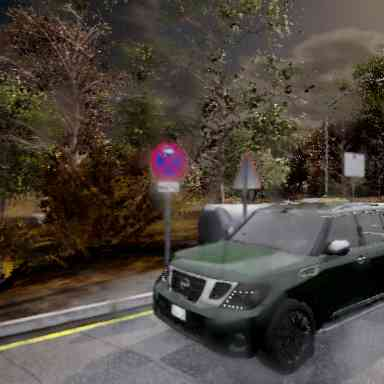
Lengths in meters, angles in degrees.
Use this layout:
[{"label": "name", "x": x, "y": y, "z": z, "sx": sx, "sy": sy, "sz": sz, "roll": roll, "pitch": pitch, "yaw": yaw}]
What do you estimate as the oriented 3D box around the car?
[{"label": "car", "x": 2.065, "y": 1.226, "z": 5.982, "sx": 5.566, "sy": 2.045, "sz": 2.150, "roll": 0, "pitch": 0, "yaw": -36}]
